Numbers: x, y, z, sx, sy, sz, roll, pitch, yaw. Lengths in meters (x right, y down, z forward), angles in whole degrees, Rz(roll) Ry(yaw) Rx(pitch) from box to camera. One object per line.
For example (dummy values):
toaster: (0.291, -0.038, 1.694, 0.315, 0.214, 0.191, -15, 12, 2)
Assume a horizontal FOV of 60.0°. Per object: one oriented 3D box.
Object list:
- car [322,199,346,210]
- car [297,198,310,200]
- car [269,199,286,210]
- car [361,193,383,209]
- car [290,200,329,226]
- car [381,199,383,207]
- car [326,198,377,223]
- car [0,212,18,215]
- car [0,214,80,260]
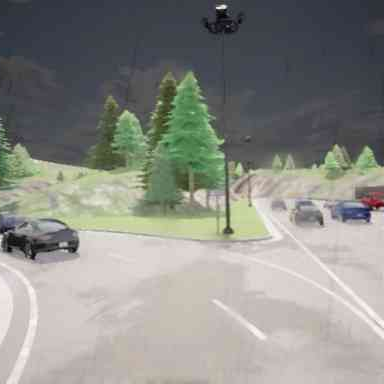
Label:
car: (18.639, 1.610, 43.875, 1.895, 1.301, 4.718, -1, -1, 10)
car: (15.537, 1.589, 46.552, 1.882, 1.535, 5.008, -1, -1, 10)
car: (11.946, 1.699, 46.296, 1.837, 1.490, 4.892, -1, -1, 10)
car: (21.354, 1.116, 38.999, 2.150, 2.045, 5.566, -1, -1, 10)
car: (8.178, 1.579, 23.940, 1.812, 1.442, 4.674, -1, -1, 10)
car: (14.989, 1.365, 22.258, 2.128, 1.511, 4.902, -1, -1, 10)
car: (11.967, 1.455, 25.383, 1.882, 1.535, 5.008, -1, -1, 10)
car: (-13.333, 2.105, 23.135, 5.357, 1.411, 2.033, -2, -1, 23)
car: (-6.332, 1.821, 13.894, 1.812, 1.442, 4.674, 0, -1, -44)
